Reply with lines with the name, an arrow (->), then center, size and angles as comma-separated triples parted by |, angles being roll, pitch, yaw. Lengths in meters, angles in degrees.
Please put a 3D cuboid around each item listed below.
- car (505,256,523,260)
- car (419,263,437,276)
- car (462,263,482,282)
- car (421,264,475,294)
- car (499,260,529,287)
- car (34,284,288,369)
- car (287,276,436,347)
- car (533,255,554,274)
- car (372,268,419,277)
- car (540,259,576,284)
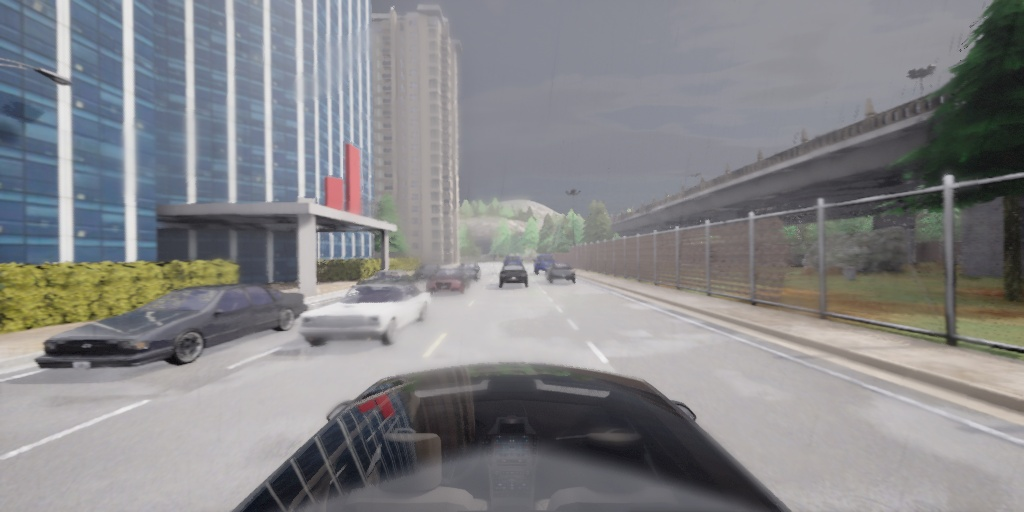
car -> 0.119, 0.984, 41.967 | 2.150, 2.045, 5.566 | -1, 0, 0
car -> -6.997, 1.376, 30.564 | 1.837, 1.490, 4.892 | -1, 0, 1
car -> -3.512, 1.305, 29.278 | 2.128, 1.511, 4.902 | -1, 0, 1
car -> -3.494, 1.397, 20.400 | 1.994, 1.385, 4.181 | -1, 0, 0
car -> 0.107, 1.235, 24.565 | 1.882, 1.535, 5.008 | -1, 0, 0
car -> -7.106, 1.409, 8.580 | 2.033, 1.411, 5.357 | -1, 0, 0
car -> -3.603, 1.410, 9.724 | 1.895, 1.301, 4.718 | -1, 0, 0
car -> 3.552, 0.929, 39.660 | 2.150, 2.045, 5.566 | -1, 0, 0
car -> -6.993, 1.496, 20.373 | 1.895, 1.301, 4.718 | -1, 0, 0
car -> 3.559, 1.197, 26.782 | 2.128, 1.511, 4.902 | -1, 0, 1
